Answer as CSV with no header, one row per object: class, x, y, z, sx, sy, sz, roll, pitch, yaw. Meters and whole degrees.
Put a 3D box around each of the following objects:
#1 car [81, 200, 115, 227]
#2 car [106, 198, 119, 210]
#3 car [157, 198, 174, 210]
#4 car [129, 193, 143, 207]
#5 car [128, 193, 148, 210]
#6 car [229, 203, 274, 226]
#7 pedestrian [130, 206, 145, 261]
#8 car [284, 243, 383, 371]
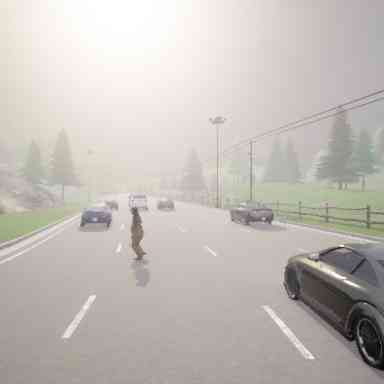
car,-6.485,1.525,22.875,1.812,1.442,4.674,0,0,-11
car,-10.568,1.526,43.248,1.812,1.442,4.674,0,0,-11
car,-3.499,1.488,43.594,2.128,1.511,4.902,0,0,-11
car,-8.980,1.221,53.067,2.150,2.045,5.566,0,0,-11
car,-6.849,1.221,42.528,2.150,2.045,5.566,0,0,-11
car,4.080,1.491,23.475,2.128,1.511,4.902,0,0,-11
pedestrian,-1.787,1.294,10.760,0.375,1.860,0.375,0,0,-8
car,3.108,1.565,5.716,1.994,1.385,4.181,0,0,-3
